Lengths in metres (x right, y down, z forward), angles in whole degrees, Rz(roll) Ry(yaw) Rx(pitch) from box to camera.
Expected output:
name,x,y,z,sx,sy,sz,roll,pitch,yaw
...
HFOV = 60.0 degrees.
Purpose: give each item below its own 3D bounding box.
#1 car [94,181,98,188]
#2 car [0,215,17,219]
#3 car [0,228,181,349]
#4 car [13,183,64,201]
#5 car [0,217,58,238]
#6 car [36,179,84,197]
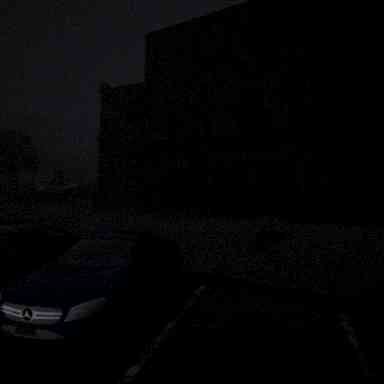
name,x,y,z,sx,sy,sz,roll,pitch,yaw
car,-11.168,-1.075,46.355,4.892,1.521,2.231,1,6,8
car,-6.498,1.448,9.908,2.231,1.521,4.892,1,0,14
car,-1.522,1.506,6.479,2.002,1.452,4.674,1,0,15
car,-16.822,0.115,35.739,4.674,1.452,2.002,1,6,8
car,-4.013,1.496,8.195,2.002,1.452,4.674,0,-1,14
car,-15.386,-0.463,38.364,5.566,2.045,2.435,1,6,8
